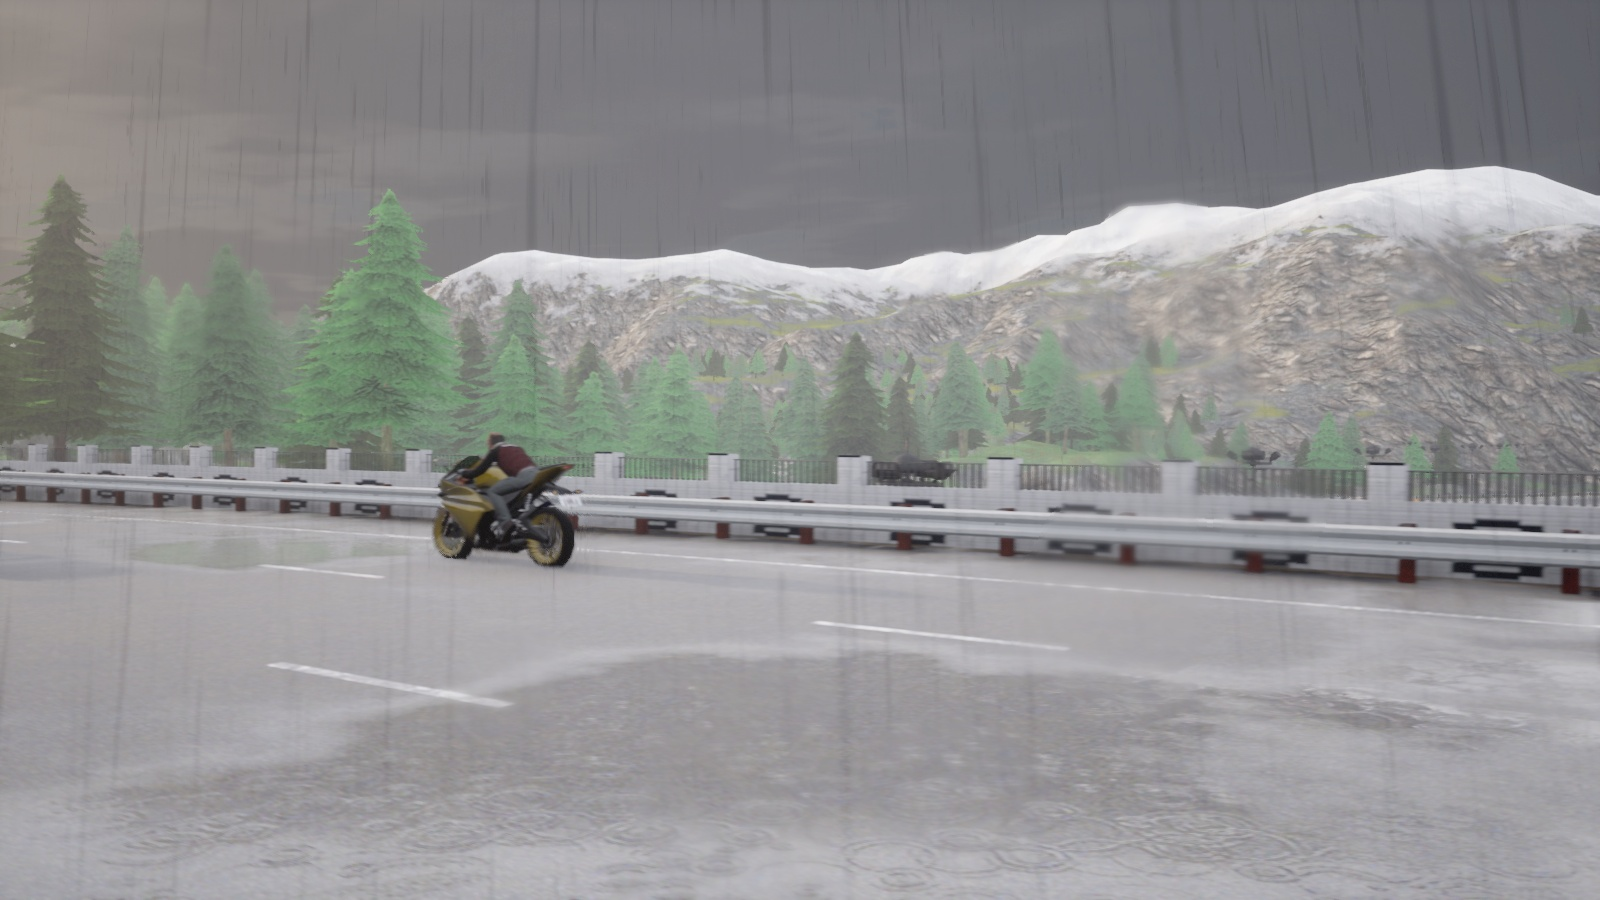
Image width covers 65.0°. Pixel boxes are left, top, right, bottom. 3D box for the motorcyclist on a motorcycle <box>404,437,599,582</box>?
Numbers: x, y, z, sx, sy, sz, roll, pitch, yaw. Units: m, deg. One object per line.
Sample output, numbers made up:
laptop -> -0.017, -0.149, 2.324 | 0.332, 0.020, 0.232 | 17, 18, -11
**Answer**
motorcyclist on a motorcycle -> -3.417, 0.632, 14.298 | 2.191, 1.530, 0.866 | 0, 1, 34
